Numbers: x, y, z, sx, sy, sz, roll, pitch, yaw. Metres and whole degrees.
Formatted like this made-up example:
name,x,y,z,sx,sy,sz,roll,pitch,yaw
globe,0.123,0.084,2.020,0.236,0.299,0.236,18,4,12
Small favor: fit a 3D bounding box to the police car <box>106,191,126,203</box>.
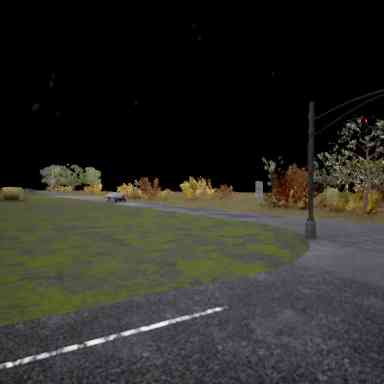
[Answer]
name,x,y,z,sx,sy,sz,roll,pitch,yaw
police car,-11.384,0.723,49.902,1.930,1.638,5.238,1,0,-32
